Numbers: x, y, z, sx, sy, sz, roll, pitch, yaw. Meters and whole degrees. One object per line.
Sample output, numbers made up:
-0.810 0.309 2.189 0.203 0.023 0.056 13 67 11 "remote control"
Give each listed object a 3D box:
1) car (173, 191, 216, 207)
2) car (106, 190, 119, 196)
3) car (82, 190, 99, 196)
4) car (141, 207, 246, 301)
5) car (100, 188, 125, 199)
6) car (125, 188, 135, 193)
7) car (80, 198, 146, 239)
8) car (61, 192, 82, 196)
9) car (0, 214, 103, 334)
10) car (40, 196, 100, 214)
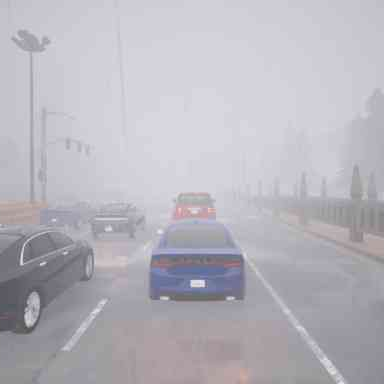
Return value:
0.124 0.978 18.059 2.150 2.045 5.566 0 1 0 "car"
-20.714 0.250 87.092 2.033 1.411 5.357 0 1 0 "car"
-20.793 0.377 66.263 2.097 1.767 4.553 0 1 0 "car"
0.101 1.383 8.189 1.882 1.535 5.008 0 1 0 "car"
-13.900 0.367 58.352 2.150 2.045 5.566 0 1 0 "car"
-13.783 0.214 68.674 2.150 2.045 5.566 0 1 0 "car"
-3.379 1.279 15.976 2.128 1.511 4.902 0 1 0 "car"
-20.902 0.697 56.609 1.812 1.442 4.674 0 1 1 "car"
-3.401 1.435 6.603 1.837 1.490 4.892 0 1 0 "car"
-6.869 1.219 19.059 1.882 1.535 5.008 0 1 0 "car"
